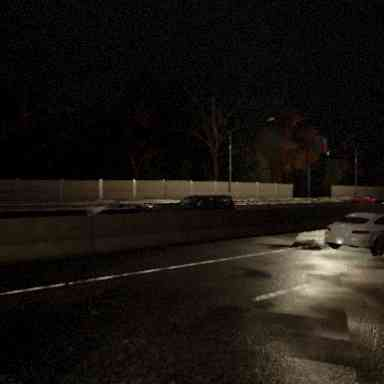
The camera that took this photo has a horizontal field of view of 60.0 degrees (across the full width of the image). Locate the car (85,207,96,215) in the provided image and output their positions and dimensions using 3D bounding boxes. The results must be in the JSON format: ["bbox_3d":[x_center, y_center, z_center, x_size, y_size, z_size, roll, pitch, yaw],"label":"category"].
[{"bbox_3d":[-6.812,1.599,29.222,4.718,1.301,1.895,0,0,-35],"label":"car"}]

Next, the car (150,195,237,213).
[{"bbox_3d":[0.437,1.218,21.496,5.566,2.045,2.150,0,0,-35],"label":"car"}]

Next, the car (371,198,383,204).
[{"bbox_3d":[29.916,1.558,51.038,4.181,1.385,1.994,0,0,-35],"label":"car"}]

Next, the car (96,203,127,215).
[{"bbox_3d":[-4.787,1.599,26.368,4.718,1.301,1.895,0,0,-35],"label":"car"}]

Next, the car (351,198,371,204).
[{"bbox_3d":[27.744,1.596,53.779,4.718,1.301,1.895,0,0,-35],"label":"car"}]

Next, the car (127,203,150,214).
[{"bbox_3d":[-2.009,1.523,24.063,4.674,1.442,1.812,0,0,-35],"label":"car"}]

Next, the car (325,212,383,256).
[{"bbox_3d":[7.103,1.521,13.106,4.674,1.442,1.812,0,0,-35],"label":"car"}]
